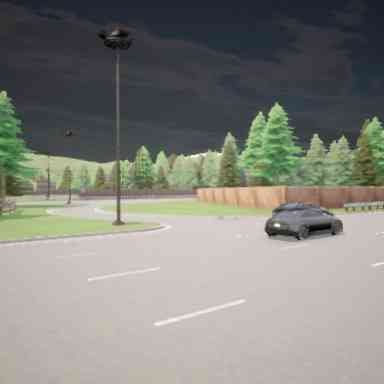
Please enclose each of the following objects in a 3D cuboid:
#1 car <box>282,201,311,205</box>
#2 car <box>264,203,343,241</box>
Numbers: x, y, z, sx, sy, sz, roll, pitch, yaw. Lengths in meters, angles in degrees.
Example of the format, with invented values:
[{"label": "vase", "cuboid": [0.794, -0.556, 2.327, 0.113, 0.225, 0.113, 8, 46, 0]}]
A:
[{"label": "car", "cuboid": [7.305, 1.377, 21.852, 4.892, 1.490, 1.837, -1, 0, -35]}, {"label": "car", "cuboid": [5.501, 1.468, 16.268, 4.181, 1.385, 1.994, 0, 0, -35]}]
